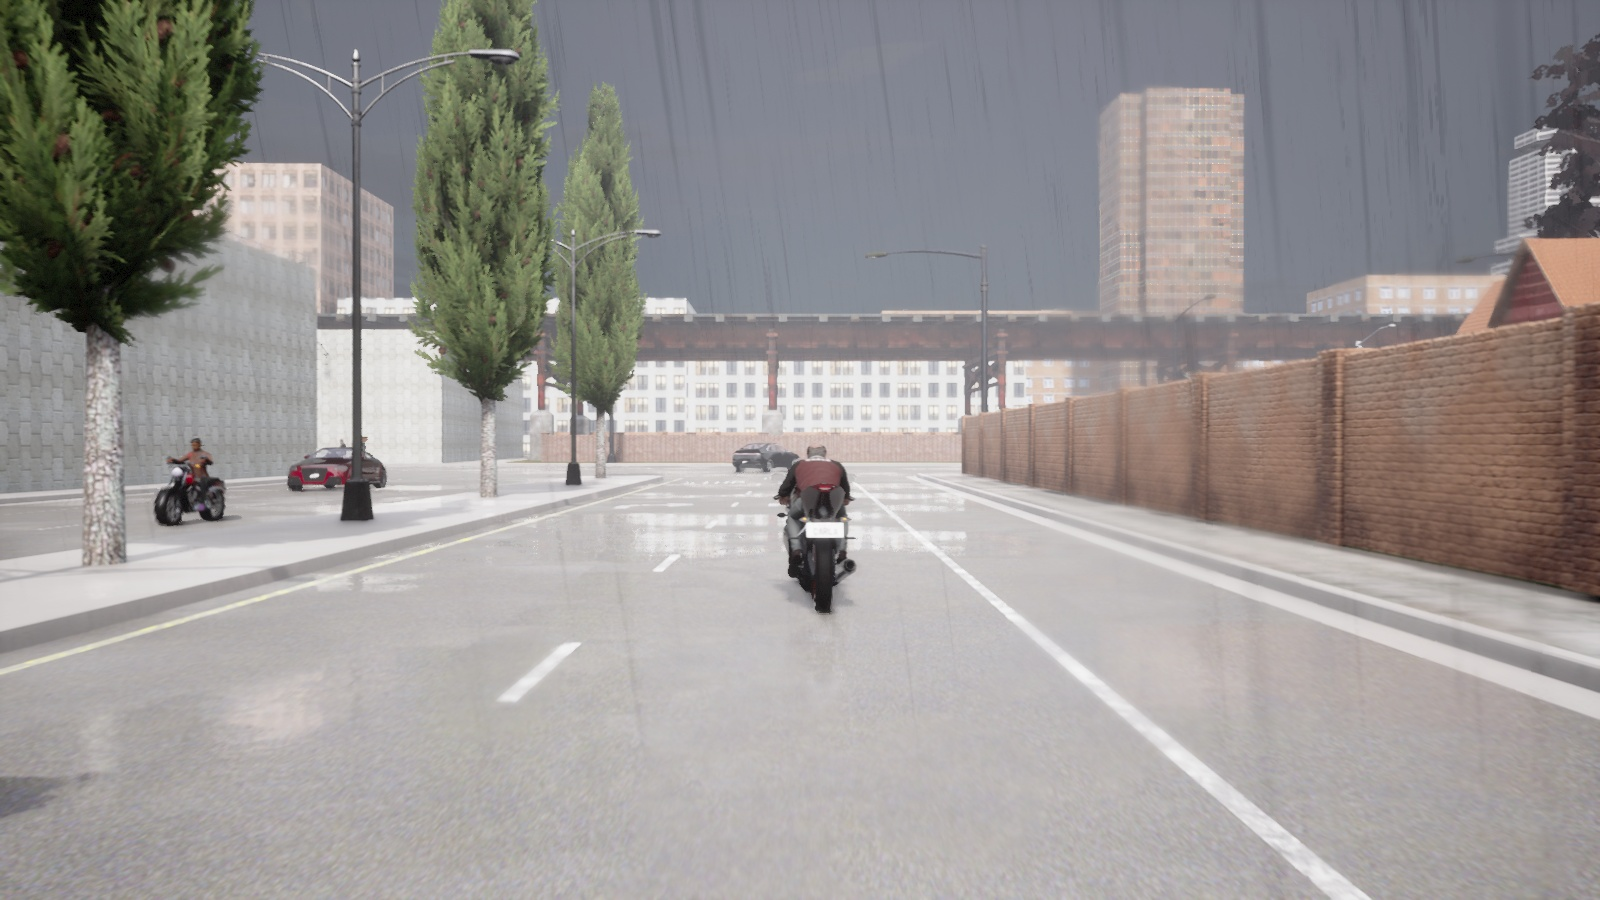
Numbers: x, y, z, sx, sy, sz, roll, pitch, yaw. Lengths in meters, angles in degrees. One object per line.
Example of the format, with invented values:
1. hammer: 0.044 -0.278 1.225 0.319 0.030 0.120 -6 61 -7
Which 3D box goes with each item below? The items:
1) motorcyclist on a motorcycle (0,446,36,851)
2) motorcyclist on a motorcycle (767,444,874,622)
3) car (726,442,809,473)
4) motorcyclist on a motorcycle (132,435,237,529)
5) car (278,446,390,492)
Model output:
1. motorcyclist on a motorcycle: -3.476 0.757 3.879 0.866 1.530 2.191 0 0 1
2. motorcyclist on a motorcycle: 0.152 0.715 11.946 0.866 1.530 2.191 0 0 -3
3. car: -1.605 0.343 64.026 2.128 1.511 4.902 0 0 27
4. motorcyclist on a motorcycle: -11.348 0.558 23.242 0.766 1.649 2.350 0 0 0
5. car: -14.755 0.574 40.013 1.994 1.385 4.181 0 0 0
